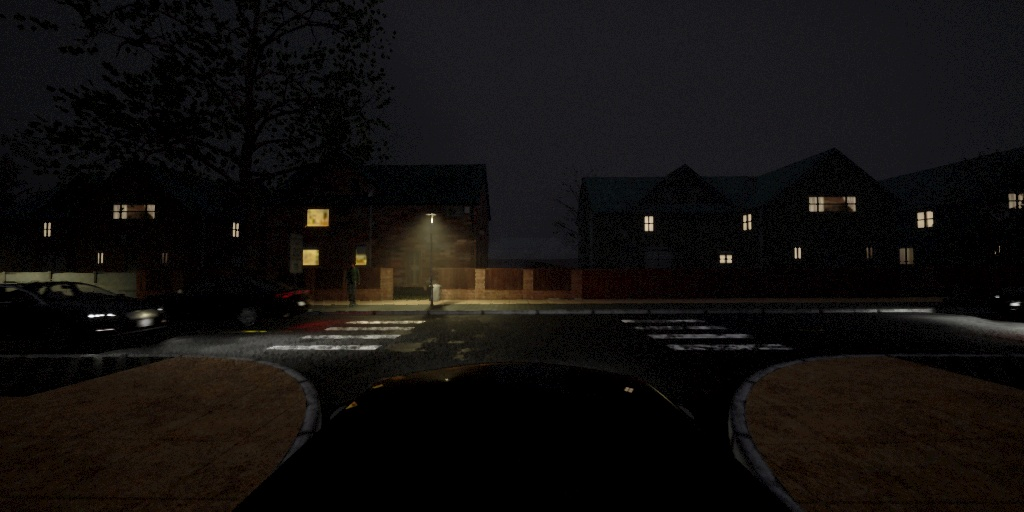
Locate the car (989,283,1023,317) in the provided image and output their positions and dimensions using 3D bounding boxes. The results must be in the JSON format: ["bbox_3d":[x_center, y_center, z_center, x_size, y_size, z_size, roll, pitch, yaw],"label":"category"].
[{"bbox_3d":[17.606,1.188,10.752,4.892,1.490,1.837,0,-1,2],"label":"car"}]

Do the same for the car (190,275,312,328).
[{"bbox_3d":[-9.212,1.402,11.584,5.008,1.535,1.882,-1,-1,2],"label":"car"}]

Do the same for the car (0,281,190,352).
[{"bbox_3d":[-11.262,1.362,8.696,4.902,1.511,2.128,-1,-1,2],"label":"car"}]

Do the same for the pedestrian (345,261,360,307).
[{"bbox_3d":[-6.451,1.113,14.418,0.375,1.860,0.375,0,-1,2],"label":"pedestrian"}]
